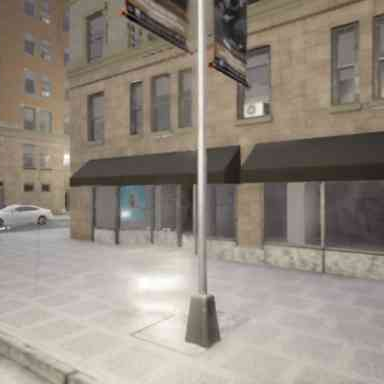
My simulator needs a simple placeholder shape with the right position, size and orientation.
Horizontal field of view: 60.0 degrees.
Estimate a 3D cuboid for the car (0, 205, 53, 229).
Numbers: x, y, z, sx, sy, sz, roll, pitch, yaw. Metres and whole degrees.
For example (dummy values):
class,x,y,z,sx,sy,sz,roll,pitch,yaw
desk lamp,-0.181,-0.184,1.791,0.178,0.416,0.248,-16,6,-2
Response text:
class,x,y,z,sx,sy,sz,roll,pitch,yaw
car,-11.753,1.583,22.353,1.812,1.442,4.674,0,0,36
